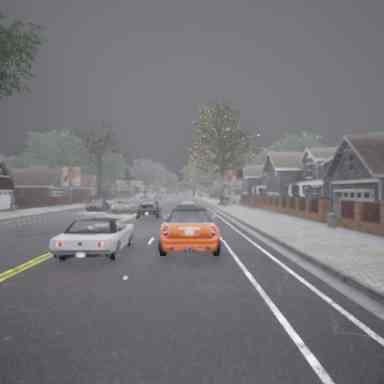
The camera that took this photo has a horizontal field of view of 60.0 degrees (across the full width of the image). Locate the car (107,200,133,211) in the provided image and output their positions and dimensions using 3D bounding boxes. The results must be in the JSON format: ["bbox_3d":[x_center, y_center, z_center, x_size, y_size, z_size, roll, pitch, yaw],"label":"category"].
[{"bbox_3d":[-7.202,1.527,35.227,1.895,1.301,4.718,0,0,-1],"label":"car"}]

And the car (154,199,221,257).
[{"bbox_3d":[-0.102,1.324,12.935,2.097,1.767,4.553,0,0,-1],"label":"car"}]

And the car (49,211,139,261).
[{"bbox_3d":[-3.332,1.576,12.078,1.895,1.301,4.718,0,0,-1],"label":"car"}]

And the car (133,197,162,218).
[{"bbox_3d":[-3.639,1.442,28.874,1.837,1.490,4.892,0,0,-1],"label":"car"}]

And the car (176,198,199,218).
[{"bbox_3d":[-0.415,1.410,30.332,1.882,1.535,5.008,0,0,-1],"label":"car"}]

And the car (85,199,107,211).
[{"bbox_3d":[-10.485,1.488,37.249,1.994,1.385,4.181,0,0,-1],"label":"car"}]

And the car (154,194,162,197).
[{"bbox_3d":[-7.890,1.235,76.567,1.994,1.385,4.181,0,0,-1],"label":"car"}]
